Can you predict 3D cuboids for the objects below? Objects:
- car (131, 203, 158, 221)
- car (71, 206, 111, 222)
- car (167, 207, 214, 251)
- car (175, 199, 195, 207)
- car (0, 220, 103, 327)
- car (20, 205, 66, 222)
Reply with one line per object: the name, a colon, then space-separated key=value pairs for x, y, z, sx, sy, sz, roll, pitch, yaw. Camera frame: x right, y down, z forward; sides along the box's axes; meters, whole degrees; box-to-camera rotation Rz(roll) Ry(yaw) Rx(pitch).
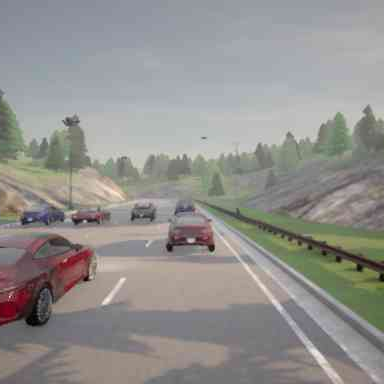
car: x=-4.010 y=1.642 z=28.313 sx=2.128 sy=1.511 sz=4.902 roll=0 pitch=0 yaw=-2
car: x=-7.405 y=1.737 z=24.964 sx=1.895 sy=1.301 sz=4.718 roll=0 pitch=0 yaw=-2
car: x=-0.092 y=1.601 z=14.433 sx=1.812 sy=1.442 sz=4.674 roll=0 pitch=0 yaw=-1
car: x=-0.738 y=1.535 z=35.415 sx=2.097 sy=1.767 sz=4.553 roll=0 pitch=0 yaw=-2
car: x=-3.444 y=1.565 z=6.983 sx=1.812 sy=1.442 sz=4.674 roll=0 pitch=0 yaw=-1
car: x=-10.892 y=1.662 z=24.525 sx=1.812 sy=1.442 sz=4.674 roll=0 pitch=0 yaw=-2
